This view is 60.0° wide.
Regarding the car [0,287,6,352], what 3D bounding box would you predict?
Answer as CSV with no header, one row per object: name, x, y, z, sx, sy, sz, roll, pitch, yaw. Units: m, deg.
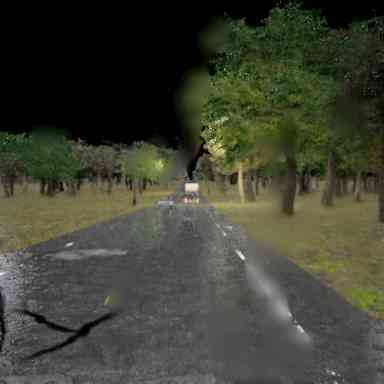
car,-3.602,1.356,2.647,2.097,1.767,4.553,0,0,0

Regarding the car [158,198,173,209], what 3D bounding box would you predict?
car,-3.595,1.539,45.521,1.895,1.301,4.718,0,0,0

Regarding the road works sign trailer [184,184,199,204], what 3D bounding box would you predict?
road works sign trailer,-0.018,0.252,57.918,2.380,3.560,2.880,0,1,0
